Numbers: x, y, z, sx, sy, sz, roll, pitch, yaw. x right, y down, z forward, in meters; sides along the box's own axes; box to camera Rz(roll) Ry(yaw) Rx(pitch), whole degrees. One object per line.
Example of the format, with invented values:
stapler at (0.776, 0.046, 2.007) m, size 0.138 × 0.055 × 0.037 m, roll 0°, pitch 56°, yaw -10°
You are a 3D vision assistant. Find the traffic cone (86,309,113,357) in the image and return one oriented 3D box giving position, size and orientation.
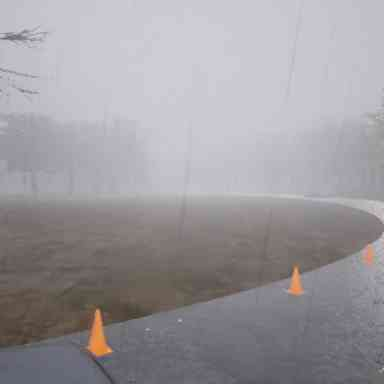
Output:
traffic cone at (-1.347, 1.978, 4.749) m, size 0.340 × 0.580 × 0.340 m, roll 1°, pitch -1°, yaw -36°

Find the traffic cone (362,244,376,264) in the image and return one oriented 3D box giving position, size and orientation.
traffic cone at (5.814, 2.013, 10.934) m, size 0.340 × 0.580 × 0.340 m, roll 0°, pitch 0°, yaw 43°

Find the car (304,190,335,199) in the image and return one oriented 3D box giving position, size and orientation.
car at (19.529, 0.327, 51.264) m, size 2.033 × 1.411 × 5.357 m, roll -2°, pitch 2°, yaw -18°

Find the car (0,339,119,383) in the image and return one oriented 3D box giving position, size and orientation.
car at (-2.675, 1.522, 0.961) m, size 5.357 × 1.411 × 2.033 m, roll 1°, pitch -1°, yaw -36°

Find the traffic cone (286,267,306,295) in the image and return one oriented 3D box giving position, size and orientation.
traffic cone at (2.402, 2.017, 7.671) m, size 0.340 × 0.580 × 0.340 m, roll 0°, pitch 0°, yaw -41°
